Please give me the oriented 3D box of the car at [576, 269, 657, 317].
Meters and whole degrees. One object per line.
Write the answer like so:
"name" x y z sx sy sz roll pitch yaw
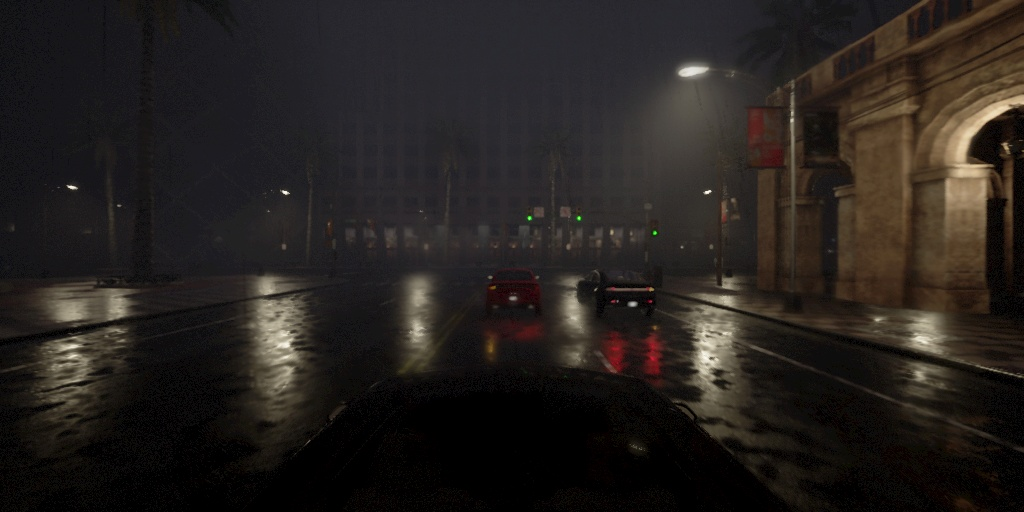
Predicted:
"car" 3.564 1.201 12.987 2.128 1.511 4.902 0 0 0

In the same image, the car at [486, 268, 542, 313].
"car" 0.067 1.185 13.802 1.882 1.535 5.008 0 0 0
